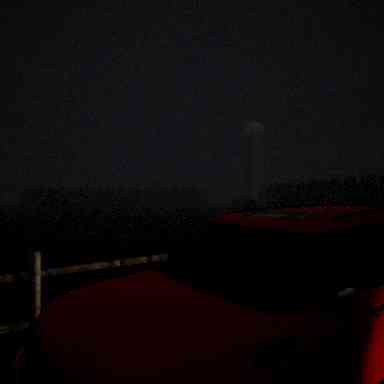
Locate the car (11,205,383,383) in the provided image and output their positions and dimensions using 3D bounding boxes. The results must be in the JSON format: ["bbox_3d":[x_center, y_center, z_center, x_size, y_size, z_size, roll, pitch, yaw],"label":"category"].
[{"bbox_3d":[1.100,1.217,3.795,5.566,2.045,2.150,0,0,-35],"label":"car"}]
